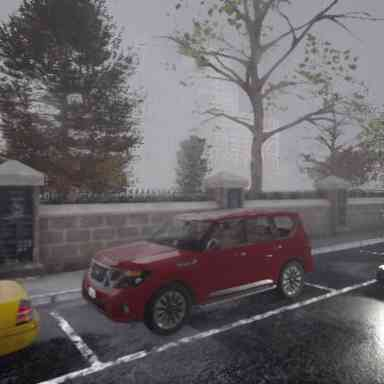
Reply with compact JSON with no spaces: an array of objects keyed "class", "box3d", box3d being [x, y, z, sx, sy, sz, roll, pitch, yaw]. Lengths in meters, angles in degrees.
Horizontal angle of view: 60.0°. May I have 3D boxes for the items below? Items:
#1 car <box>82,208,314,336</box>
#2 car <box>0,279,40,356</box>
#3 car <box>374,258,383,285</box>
[{"class":"car","box3d":[0.429,1.309,6.862,5.009,1.841,2.192,0,0,-35]},{"class":"car","box3d":[-4.293,1.528,3.495,4.829,1.417,1.752,0,0,-35]},{"class":"car","box3d":[6.596,1.533,8.062,5.357,1.411,2.033,0,0,-35]}]
